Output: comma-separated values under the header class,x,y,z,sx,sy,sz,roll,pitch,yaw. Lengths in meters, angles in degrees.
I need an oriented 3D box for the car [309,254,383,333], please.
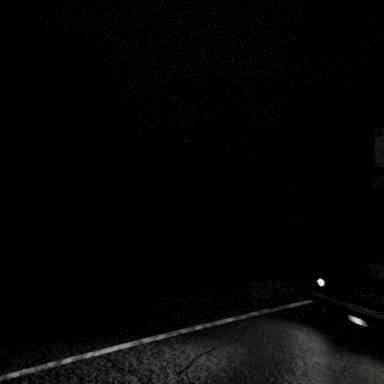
class,x,y,z,sx,sy,sz,roll,pitch,yaw
car,4.419,1.629,6.022,4.718,1.301,1.895,0,0,-28
